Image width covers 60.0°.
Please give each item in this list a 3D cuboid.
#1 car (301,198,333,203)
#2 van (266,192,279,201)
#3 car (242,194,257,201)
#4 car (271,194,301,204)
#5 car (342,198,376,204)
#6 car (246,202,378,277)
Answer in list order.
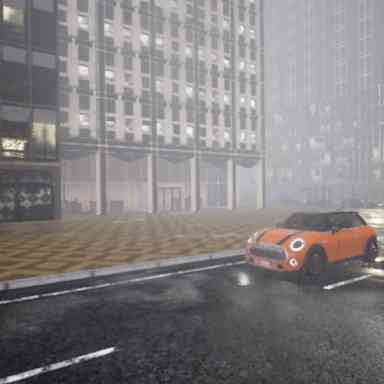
[{"bbox_3d":[18.315,1.455,47.602,1.802,1.307,4.206,0,1,-34],"label":"car"},{"bbox_3d":[15.681,0.944,66.461,1.690,1.788,3.998,0,1,-34],"label":"van"},{"bbox_3d":[12.469,1.137,71.152,1.802,1.307,4.206,0,1,-34],"label":"car"},{"bbox_3d":[15.150,1.390,52.323,1.947,1.339,4.313,0,1,-34],"label":"car"},{"bbox_3d":[21.514,1.486,42.902,1.947,1.339,4.313,0,1,-34],"label":"car"},{"bbox_3d":[3.818,1.366,10.411,4.553,1.767,2.097,0,0,-36],"label":"car"}]
